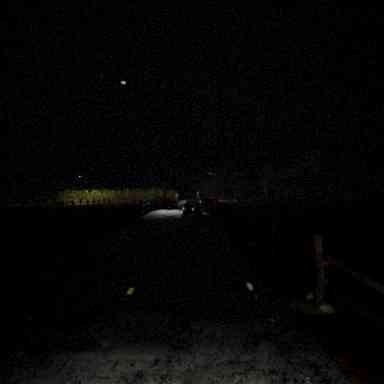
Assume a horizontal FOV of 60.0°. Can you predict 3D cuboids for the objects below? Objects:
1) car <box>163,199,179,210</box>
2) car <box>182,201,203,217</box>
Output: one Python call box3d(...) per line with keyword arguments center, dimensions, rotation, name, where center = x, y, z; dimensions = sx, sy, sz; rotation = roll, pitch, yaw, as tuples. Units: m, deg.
box3d(center=(-2.781, 1.628, 44.067), dimensions=(1.895, 1.301, 4.718), rotation=(0, 0, 0), name="car")
box3d(center=(0.079, 1.549, 31.300), dimensions=(2.033, 1.411, 5.357), rotation=(0, 0, 0), name="car")
